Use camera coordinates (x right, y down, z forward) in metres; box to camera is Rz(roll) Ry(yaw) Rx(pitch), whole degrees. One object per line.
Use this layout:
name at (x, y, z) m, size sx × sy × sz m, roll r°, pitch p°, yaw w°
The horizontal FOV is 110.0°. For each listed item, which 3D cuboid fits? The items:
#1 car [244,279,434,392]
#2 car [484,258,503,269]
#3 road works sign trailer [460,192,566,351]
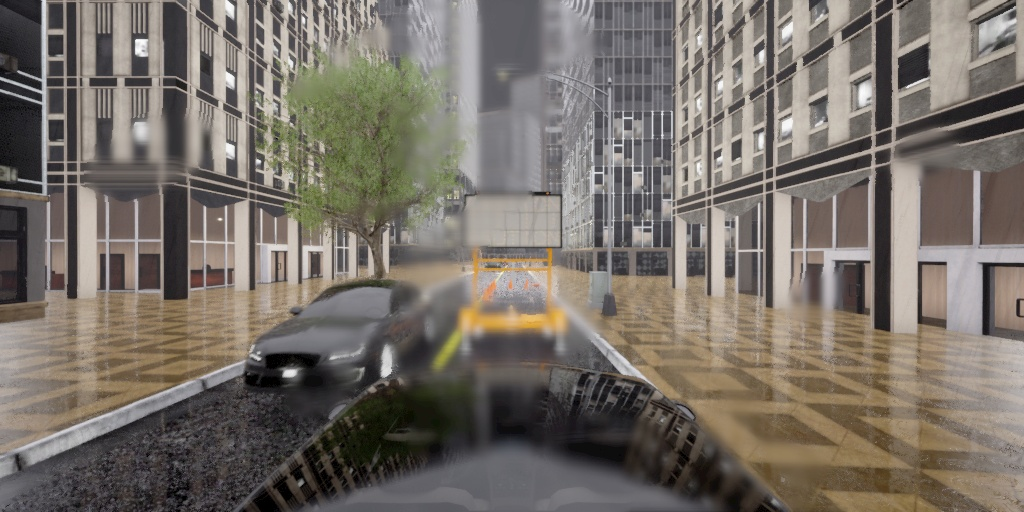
car at (-2.827, 1.254, 7.022) m, size 1.837 × 1.490 × 4.892 m, roll 0°, pitch 0°, yaw 0°
car at (-2.659, 1.146, 49.780) m, size 2.097 × 1.767 × 4.553 m, roll 0°, pitch 0°, yaw 0°
road works sign trailer at (0.032, 0.214, 8.949) m, size 2.380 × 3.560 × 2.880 m, roll 0°, pitch 0°, yaw 0°
